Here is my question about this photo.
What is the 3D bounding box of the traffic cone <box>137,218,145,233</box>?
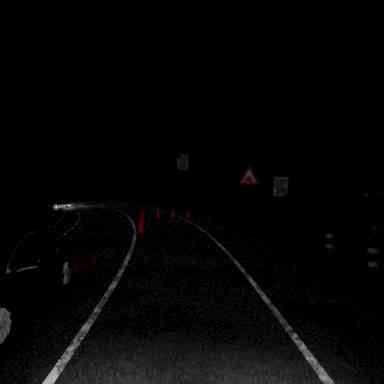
[{"bbox_3d":[-2.417,1.640,15.749,0.340,0.580,0.340,-1,2,-8],"label":"traffic cone"}]

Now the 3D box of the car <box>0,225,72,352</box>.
[{"bbox_3d":[-3.626,1.450,5.994,1.837,1.490,4.892,0,1,-4],"label":"car"}]

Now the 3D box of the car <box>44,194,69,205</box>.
[{"bbox_3d":[-17.927,0.940,44.095,1.895,1.301,4.718,-5,3,-40],"label":"car"}]

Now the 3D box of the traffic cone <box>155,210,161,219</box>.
[{"bbox_3d":[-2.249,1.449,21.817,0.340,0.580,0.340,-1,2,-7],"label":"traffic cone"}]

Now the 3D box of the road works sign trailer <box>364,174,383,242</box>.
[{"bbox_3d":[7.389,0.799,10.800,2.380,2.880,3.560,43,2,-1],"label":"road works sign trailer"}]
